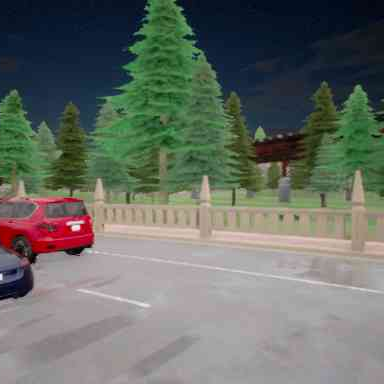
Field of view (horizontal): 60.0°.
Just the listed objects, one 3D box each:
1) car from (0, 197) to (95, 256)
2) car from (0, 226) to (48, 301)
[{"bbox_3d":[-5.899,1.199,11.510,5.566,2.045,2.150,0,0,29],"label":"car"},{"bbox_3d":[-5.343,1.554,7.104,4.181,1.385,1.994,0,0,31],"label":"car"}]
